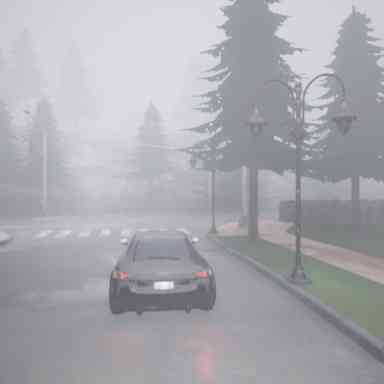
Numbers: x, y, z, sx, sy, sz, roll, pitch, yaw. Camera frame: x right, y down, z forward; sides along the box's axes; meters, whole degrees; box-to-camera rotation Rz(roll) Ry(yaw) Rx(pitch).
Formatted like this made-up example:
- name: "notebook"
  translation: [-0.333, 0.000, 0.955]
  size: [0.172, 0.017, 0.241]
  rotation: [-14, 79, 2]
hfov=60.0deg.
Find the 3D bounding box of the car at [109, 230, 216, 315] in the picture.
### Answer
- name: "car"
  translation: [-0.724, 1.564, 7.670]
  size: [1.994, 1.385, 4.181]
  rotation: [0, 0, -7]
